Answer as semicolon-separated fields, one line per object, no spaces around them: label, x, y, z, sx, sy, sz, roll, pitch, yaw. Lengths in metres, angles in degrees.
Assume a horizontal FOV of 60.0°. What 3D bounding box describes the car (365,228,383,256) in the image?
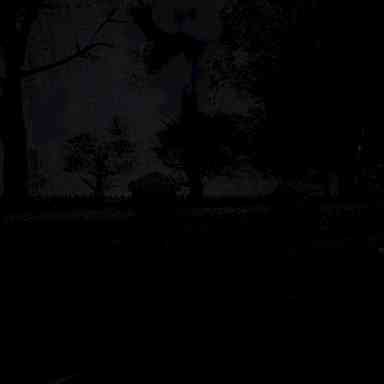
car;8.348;1.639;12.516;4.829;1.417;1.752;1;-1;-35
